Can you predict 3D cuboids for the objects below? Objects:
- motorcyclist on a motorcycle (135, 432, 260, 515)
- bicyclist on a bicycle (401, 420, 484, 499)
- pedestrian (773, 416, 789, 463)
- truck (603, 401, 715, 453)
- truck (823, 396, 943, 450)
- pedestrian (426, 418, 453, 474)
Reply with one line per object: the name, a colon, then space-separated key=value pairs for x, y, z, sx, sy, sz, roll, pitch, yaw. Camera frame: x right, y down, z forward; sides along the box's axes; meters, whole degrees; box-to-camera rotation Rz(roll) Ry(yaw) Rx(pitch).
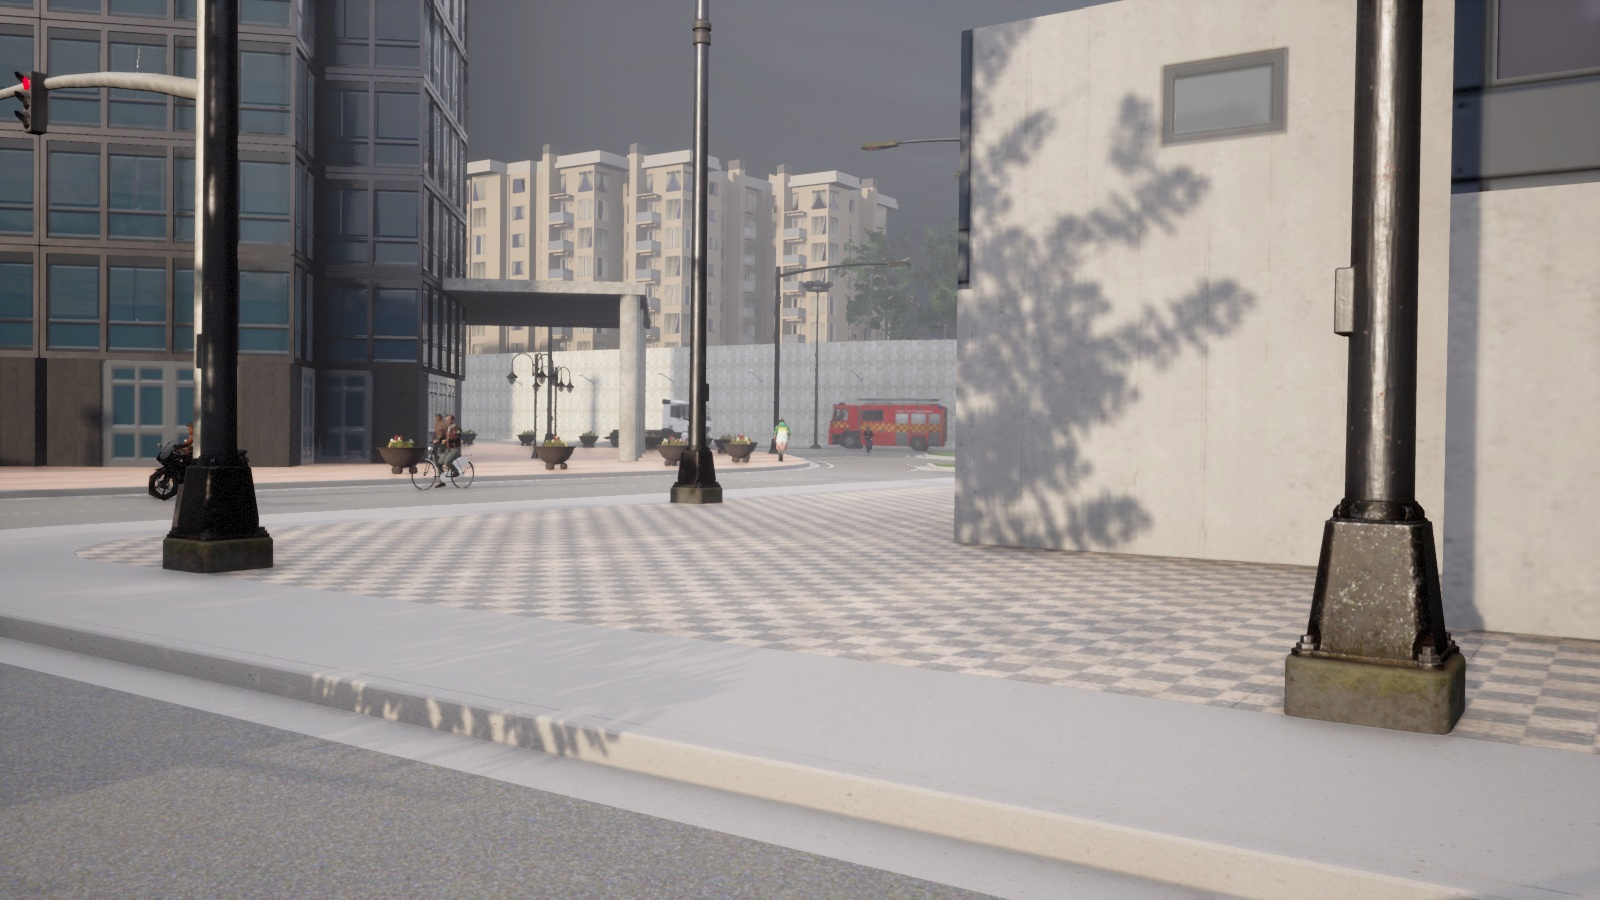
motorcyclist on a motorcycle: x=-11.628 y=0.415 z=24.317 sx=0.797 sy=1.523 sz=2.044 roll=0 pitch=1 yaw=34
bicyclist on a bicycle: x=-8.301 y=0.204 z=29.227 sx=0.659 sy=1.776 sz=1.843 roll=0 pitch=1 yaw=34
pedestrian: x=-0.799 y=-0.451 z=52.874 sx=0.659 sy=1.952 sz=0.873 roll=0 pitch=1 yaw=-1
truck: x=-9.837 y=-1.605 z=87.161 sx=7.936 sy=3.462 sz=2.891 roll=0 pitch=1 yaw=38
truck: x=6.120 y=-1.955 z=92.150 sx=8.468 sy=3.827 sz=2.891 roll=0 pitch=1 yaw=12
pedestrian: x=-11.727 y=-0.145 z=40.834 sx=0.328 sy=1.805 sz=0.869 roll=0 pitch=1 yaw=26
